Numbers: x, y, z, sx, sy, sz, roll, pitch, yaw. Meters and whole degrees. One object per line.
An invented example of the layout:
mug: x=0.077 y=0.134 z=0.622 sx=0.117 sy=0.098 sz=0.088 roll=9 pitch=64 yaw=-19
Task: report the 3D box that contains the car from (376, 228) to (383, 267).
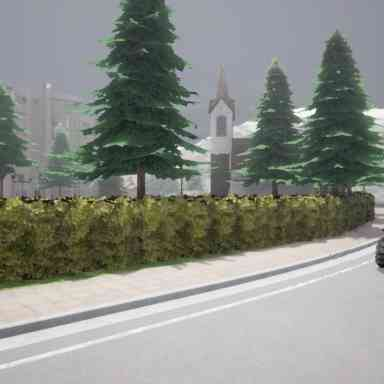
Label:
car: x=7.356 y=1.504 z=10.339 sx=4.892 sy=1.490 sz=1.837 roll=0 pitch=0 yaw=-43
